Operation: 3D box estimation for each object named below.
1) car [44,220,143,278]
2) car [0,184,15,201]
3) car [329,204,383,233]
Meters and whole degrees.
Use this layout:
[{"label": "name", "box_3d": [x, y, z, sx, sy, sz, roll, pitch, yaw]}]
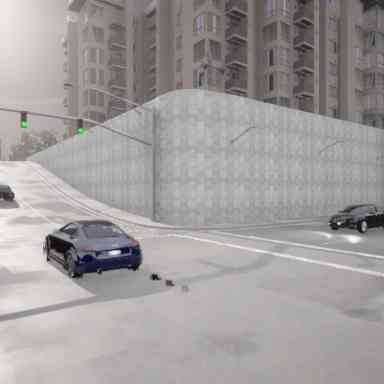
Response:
[{"label": "car", "box_3d": [-3.201, 1.565, 10.333, 1.994, 1.385, 4.181, 0, 0, -36]}, {"label": "car", "box_3d": [-17.516, -0.058, 30.253, 1.895, 1.301, 4.718, 0, 9, -36]}, {"label": "car", "box_3d": [10.101, 1.504, 19.801, 4.892, 1.490, 1.837, 0, 0, -36]}]
